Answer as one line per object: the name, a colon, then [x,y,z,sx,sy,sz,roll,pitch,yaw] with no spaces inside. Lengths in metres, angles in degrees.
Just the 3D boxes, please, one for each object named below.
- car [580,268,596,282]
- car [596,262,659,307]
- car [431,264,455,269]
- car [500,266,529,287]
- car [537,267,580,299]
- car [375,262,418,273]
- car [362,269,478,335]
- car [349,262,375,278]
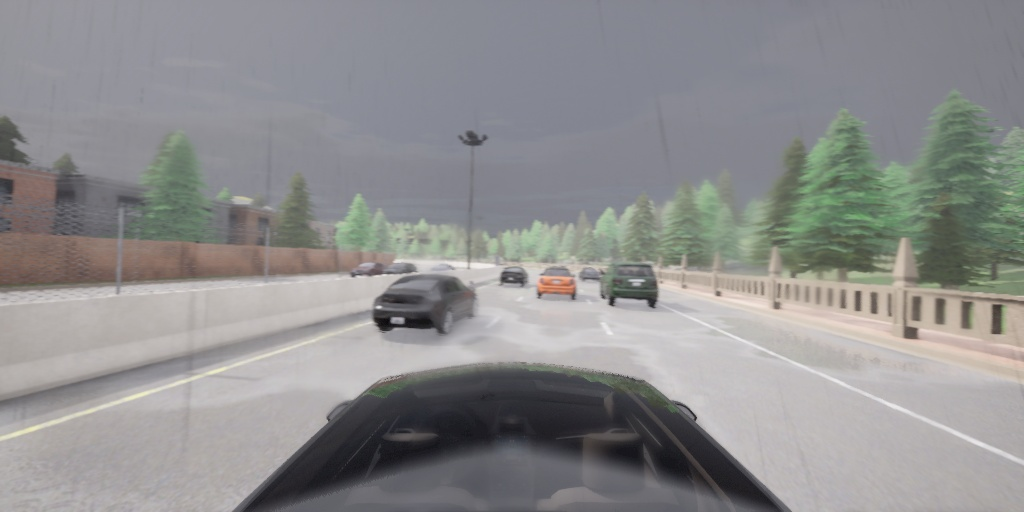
car: [8.322,2.028,38.972,2.033,1.411,5.357,2,-1,4]
car: [5.802,1.361,18.294,2.150,2.045,5.566,2,-1,8]
car: [-6.479,1.490,33.478,1.812,1.442,4.674,2,-1,7]
car: [0.249,1.589,29.182,1.882,1.535,5.008,2,-1,8]
car: [2.621,1.426,20.841,2.097,1.767,4.553,2,-1,8]
car: [-10.111,1.349,32.665,1.837,1.490,4.892,2,-1,7]
car: [-2.328,1.301,10.769,1.837,1.490,4.892,2,-1,8]
car: [-13.454,1.288,34.050,1.812,1.442,4.674,2,-1,7]
